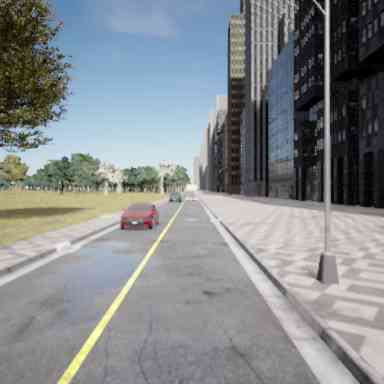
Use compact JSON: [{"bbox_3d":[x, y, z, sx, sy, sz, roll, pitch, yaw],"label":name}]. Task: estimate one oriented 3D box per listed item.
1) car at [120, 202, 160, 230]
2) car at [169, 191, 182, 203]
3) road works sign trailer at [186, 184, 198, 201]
[{"bbox_3d":[-3.106,1.385,20.518,1.882,1.535,5.008,0,0,0],"label":"car"},{"bbox_3d":[-3.044,0.917,61.622,2.150,2.045,5.566,0,0,1],"label":"car"},{"bbox_3d":[-0.022,0.111,70.396,2.380,3.560,2.880,0,0,0],"label":"road works sign trailer"}]
